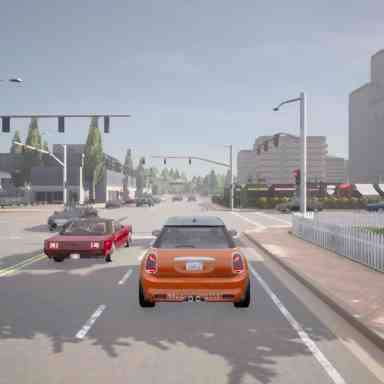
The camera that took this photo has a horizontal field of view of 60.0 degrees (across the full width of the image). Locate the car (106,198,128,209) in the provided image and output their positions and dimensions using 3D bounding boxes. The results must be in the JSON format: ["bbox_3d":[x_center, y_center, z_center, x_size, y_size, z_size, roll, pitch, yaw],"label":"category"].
[{"bbox_3d":[-10.621,1.564,46.334,1.994,1.385,4.181,0,0,0],"label":"car"}]

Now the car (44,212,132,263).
[{"bbox_3d":[-3.422,1.601,11.996,1.895,1.301,4.718,0,0,0],"label":"car"}]

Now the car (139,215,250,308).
[{"bbox_3d":[0.060,1.352,8.101,2.097,1.767,4.553,0,0,0],"label":"car"}]

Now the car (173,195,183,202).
[{"bbox_3d":[-3.539,1.513,77.754,1.812,1.442,4.674,0,0,0],"label":"car"}]

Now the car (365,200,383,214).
[{"bbox_3d":[20.898,1.478,35.005,5.008,1.535,1.882,0,0,-2],"label":"car"}]

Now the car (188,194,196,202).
[{"bbox_3d":[-0.039,1.531,77.437,2.033,1.411,5.357,0,0,0],"label":"car"}]

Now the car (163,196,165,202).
[{"bbox_3d":[-7.037,1.524,74.225,1.812,1.442,4.674,0,0,0],"label":"car"}]

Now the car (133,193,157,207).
[{"bbox_3d":[-7.121,1.221,51.161,2.150,2.045,5.566,0,0,1],"label":"car"}]

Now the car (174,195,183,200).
[{"bbox_3d":[-3.544,1.425,87.709,1.994,1.385,4.181,0,0,0],"label":"car"}]

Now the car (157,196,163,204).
[{"bbox_3d":[-7.099,1.564,61.423,1.994,1.385,4.181,0,0,0],"label":"car"}]

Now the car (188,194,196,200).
[{"bbox_3d":[-0.044,1.398,87.712,2.128,1.511,4.902,0,0,0],"label":"car"}]

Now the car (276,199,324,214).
[{"bbox_3d":[11.254,1.491,34.762,4.902,1.511,2.128,0,0,-1],"label":"car"}]

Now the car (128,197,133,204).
[{"bbox_3d":[-10.609,1.600,58.207,1.895,1.301,4.718,0,0,0],"label":"car"}]

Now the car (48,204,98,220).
[{"bbox_3d":[-7.111,1.491,20.313,2.128,1.511,4.902,0,0,0],"label":"car"}]
